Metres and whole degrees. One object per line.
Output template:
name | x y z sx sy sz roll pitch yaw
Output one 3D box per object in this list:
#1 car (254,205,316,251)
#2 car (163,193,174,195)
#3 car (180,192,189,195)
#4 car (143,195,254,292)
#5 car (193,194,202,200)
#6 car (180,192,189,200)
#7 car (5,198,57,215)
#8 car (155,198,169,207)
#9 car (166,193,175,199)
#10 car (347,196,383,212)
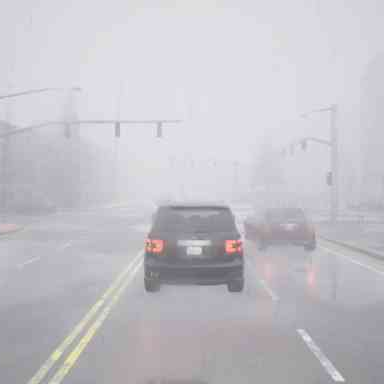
car | 3.531 1.347 14.214 2.097 1.767 4.553 0 0 0
car | -5.040 1.199 68.979 2.150 2.045 5.566 0 0 -1
car | -1.814 1.467 80.269 1.837 1.490 4.892 0 0 -1
car | 0.051 1.218 9.035 2.150 2.045 5.566 0 0 0
car | 1.436 1.407 90.551 2.128 1.511 4.902 0 0 -1
car | -2.063 1.107 90.498 2.150 2.045 5.566 0 0 -1
car | -15.768 1.340 32.563 4.553 1.767 2.097 0 0 1
car | -4.743 1.581 53.384 1.895 1.301 4.718 0 0 -1
car | -5.415 1.062 84.388 1.882 1.535 5.008 0 0 -1
car | 20.127 1.338 37.772 4.553 1.767 2.097 0 0 -2
